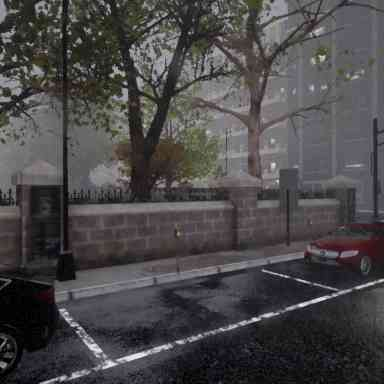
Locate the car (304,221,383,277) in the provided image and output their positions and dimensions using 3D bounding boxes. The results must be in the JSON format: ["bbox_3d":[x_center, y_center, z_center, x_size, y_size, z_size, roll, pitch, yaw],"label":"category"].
[{"bbox_3d":[5.243,1.581,10.201,4.206,1.307,1.802,0,0,-35],"label":"car"}]

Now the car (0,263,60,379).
[{"bbox_3d":[-3.830,1.566,3.858,4.313,1.339,1.947,0,0,-35],"label":"car"}]
